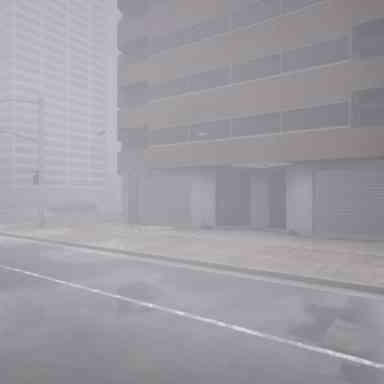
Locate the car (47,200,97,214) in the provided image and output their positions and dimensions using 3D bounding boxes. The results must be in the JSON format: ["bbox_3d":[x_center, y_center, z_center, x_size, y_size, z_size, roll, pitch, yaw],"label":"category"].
[{"bbox_3d":[-13.035,1.547,36.555,2.033,1.411,5.357,0,0,35],"label":"car"}]

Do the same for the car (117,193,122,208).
[{"bbox_3d":[-7.335,1.352,44.674,2.097,1.767,4.553,0,0,35],"label":"car"}]
